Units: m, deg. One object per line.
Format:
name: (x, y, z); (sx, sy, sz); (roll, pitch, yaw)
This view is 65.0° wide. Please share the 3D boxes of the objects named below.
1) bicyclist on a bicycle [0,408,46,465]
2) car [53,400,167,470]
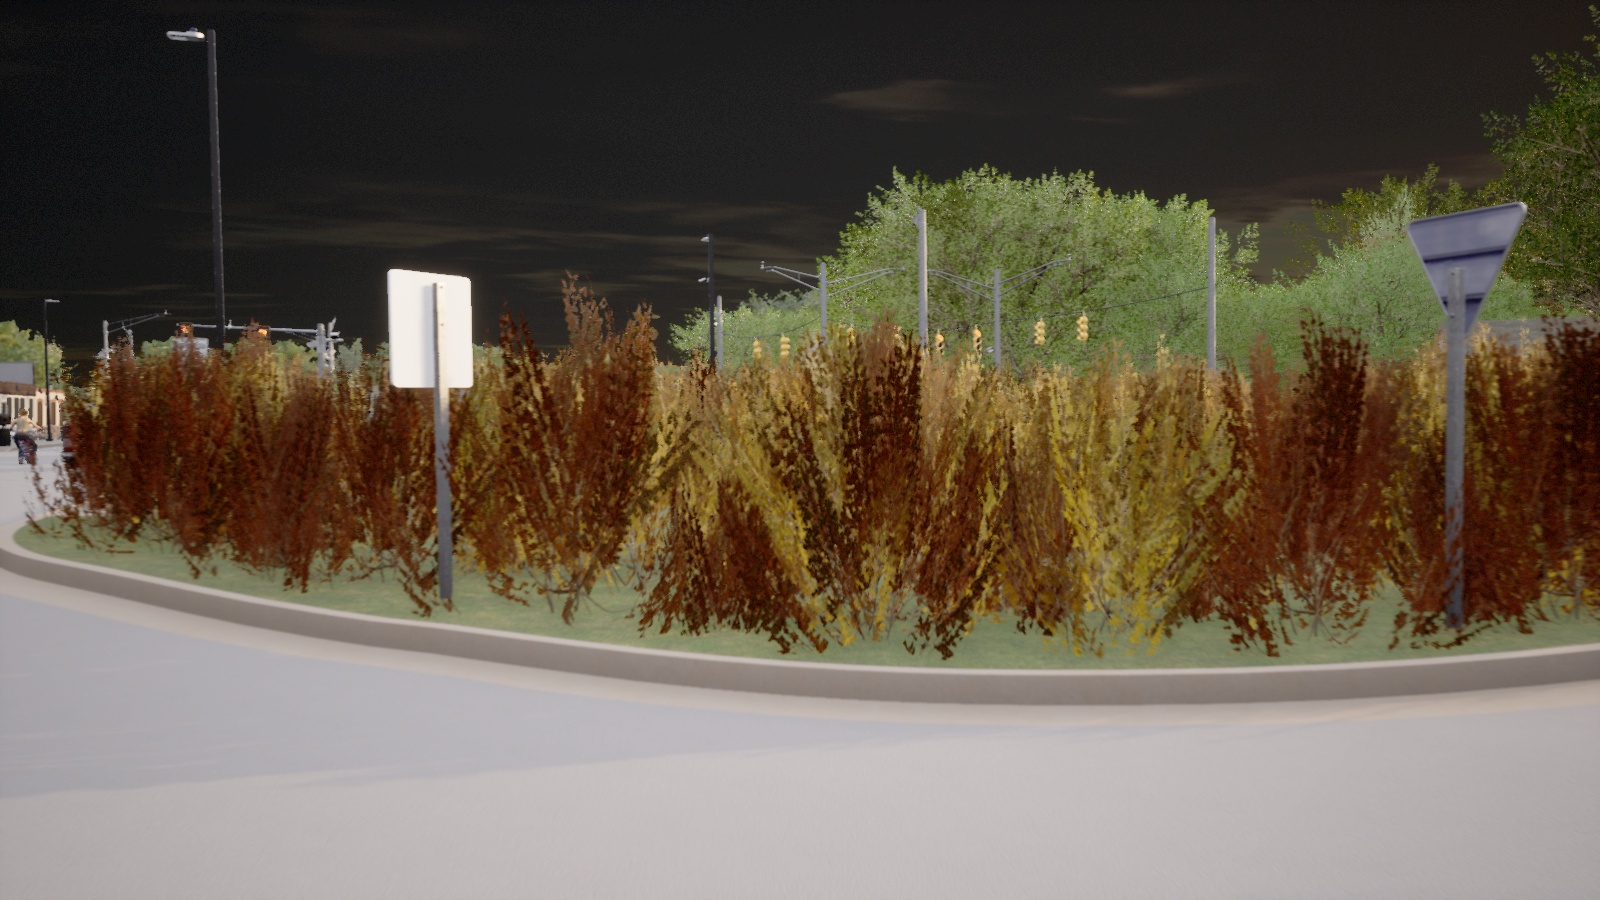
bicyclist on a bicycle: (-22.649, -0.389, 36.594); (0.866, 1.612, 1.509); (-1, 1, -20)
car: (-16.622, -0.375, 30.426); (1.789, 1.549, 3.705); (-2, 2, -19)
